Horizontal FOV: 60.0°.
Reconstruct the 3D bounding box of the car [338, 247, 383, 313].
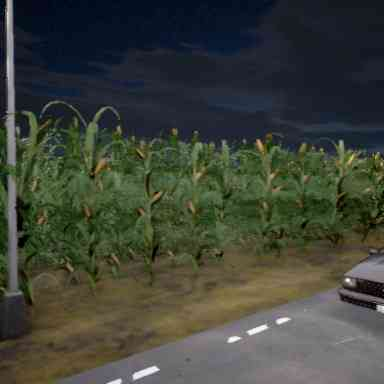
[{"bbox_3d":[5.264,1.487,6.991,5.357,1.411,2.033,-1,0,-37],"label":"car"}]
